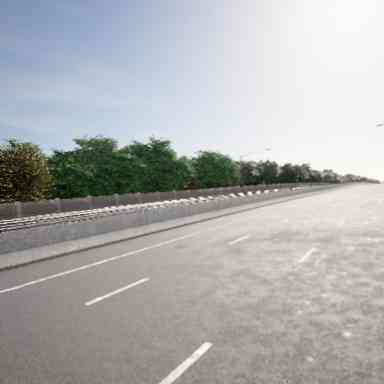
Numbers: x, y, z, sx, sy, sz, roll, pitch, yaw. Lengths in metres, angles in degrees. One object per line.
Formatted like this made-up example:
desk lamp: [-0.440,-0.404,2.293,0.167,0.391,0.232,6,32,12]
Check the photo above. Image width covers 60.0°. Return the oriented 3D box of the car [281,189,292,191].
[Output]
car: [21.117,0.019,75.090,1.837,1.490,4.892,-6,-1,32]

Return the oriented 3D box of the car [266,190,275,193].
car: [18.163,0.352,76.938,2.033,1.411,5.357,-6,-1,32]

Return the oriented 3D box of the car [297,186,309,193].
car: [29.457,-0.583,88.536,1.837,1.490,4.892,-6,-1,32]

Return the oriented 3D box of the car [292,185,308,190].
car: [24.077,-0.250,73.242,1.812,1.442,4.674,-6,-1,32]
